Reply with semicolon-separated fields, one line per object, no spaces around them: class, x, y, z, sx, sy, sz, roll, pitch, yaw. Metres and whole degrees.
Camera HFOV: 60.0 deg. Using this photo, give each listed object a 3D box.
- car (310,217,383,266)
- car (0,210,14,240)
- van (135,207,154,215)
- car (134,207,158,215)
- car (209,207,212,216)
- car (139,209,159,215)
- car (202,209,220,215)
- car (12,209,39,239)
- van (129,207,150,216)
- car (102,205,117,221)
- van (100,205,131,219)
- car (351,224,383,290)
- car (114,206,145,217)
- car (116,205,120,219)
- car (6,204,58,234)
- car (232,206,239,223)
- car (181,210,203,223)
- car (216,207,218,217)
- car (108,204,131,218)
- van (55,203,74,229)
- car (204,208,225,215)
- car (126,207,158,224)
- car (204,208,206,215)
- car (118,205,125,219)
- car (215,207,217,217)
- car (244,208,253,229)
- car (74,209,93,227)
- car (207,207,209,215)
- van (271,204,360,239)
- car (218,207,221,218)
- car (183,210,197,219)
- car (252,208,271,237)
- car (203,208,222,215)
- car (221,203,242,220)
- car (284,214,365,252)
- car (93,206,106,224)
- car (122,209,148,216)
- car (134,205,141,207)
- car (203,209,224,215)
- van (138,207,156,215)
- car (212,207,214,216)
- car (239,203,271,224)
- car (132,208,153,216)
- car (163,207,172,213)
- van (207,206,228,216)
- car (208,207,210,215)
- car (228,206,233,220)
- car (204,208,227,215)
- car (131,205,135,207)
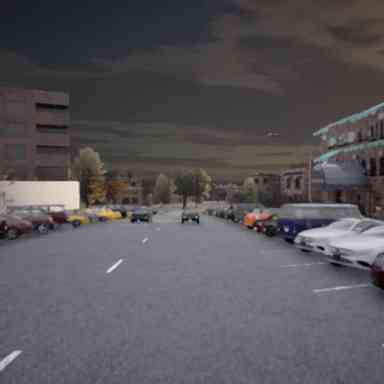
car;6.403;1.675;10.488;4.674;1.452;2.002;1;-1;-20
car;-11.464;1.835;15.790;4.792;1.488;2.163;0;-2;-20
van;-11.720;4.709;81.743;4.442;1.987;1.878;0;-4;-19
car;-11.772;4.847;84.710;5.566;2.045;2.435;0;-4;-19
car;5.981;3.393;54.467;5.008;1.535;2.097;2;-4;-21
car;-11.727;5.424;90.670;5.008;1.535;2.097;0;-3;-19
car;5.204;5.507;92.645;4.674;1.452;2.002;2;-3;-21
car;-11.448;1.935;18.794;4.674;1.452;2.002;0;-2;-20
van;-11.996;4.380;75.660;4.442;1.987;1.878;0;-3;-19
car;-11.425;2.562;36.804;5.366;1.575;1.946;0;-3;-21
van;-11.896;3.070;51.652;4.442;1.987;1.878;0;-3;-21
car;6.380;1.597;7.555;4.792;1.488;2.163;1;-1;-20
car;-11.951;3.699;63.677;5.566;2.045;2.435;0;-3;-20
car;-11.803;2.696;39.662;5.366;1.575;1.946;0;-2;-21
car;-11.441;1.866;21.798;4.553;1.767;2.185;0;-2;-20
car;6.292;2.180;28.089;4.892;1.521;2.231;2;-3;-20
car;-0.178;2.573;34.707;1.895;1.301;4.718;0;-2;-1
car;6.142;2.795;42.745;5.008;1.535;2.097;2;-3;-21
car;-11.730;2.734;45.704;5.566;2.045;2.435;0;-3;-21
van;-11.386;1.867;24.832;4.442;1.987;1.878;0;-2;-20
car;5.454;4.701;80.867;4.553;1.767;2.185;2;-4;-21
car;-5.218;2.542;35.158;2.033;1.411;5.357;0;-2;0
car;5.740;4.189;69.121;5.008;1.535;2.097;2;-3;-21
car;-11.840;2.836;42.650;5.366;1.575;1.946;0;-3;-21
car;6.083;2.811;45.678;4.553;1.767;2.185;2;-3;-21
car;6.314;2.003;22.210;4.792;1.488;2.163;1;-2;-20
car;-11.342;2.200;27.838;5.366;1.575;1.946;0;-3;-20
car;5.887;3.713;60.328;4.892;1.521;2.231;2;-4;-21
van;6.485;1.570;16.410;4.442;1.987;1.878;1;-2;-20
car;6.190;2.661;39.817;5.008;1.535;2.097;2;-3;-21
car;-0.303;3.130;46.796;1.895;1.301;4.718;0;-3;0
car;6.365;1.880;19.295;5.008;1.535;2.097;1;-2;-20
car;5.318;5.021;86.757;4.553;1.767;2.185;2;-4;-21
car;6.275;2.159;33.980;5.566;2.045;2.435;2;-3;-20
car;6.391;1.752;13.426;4.674;1.452;2.002;1;-2;-20
car;-11.540;2.469;33.762;4.792;1.488;2.163;0;-3;-20
car;-11.929;4.280;69.690;4.892;1.521;2.231;0;-4;-20
car;-11.656;3.456;54.742;5.366;1.575;1.946;0;-4;-21
car;5.441;5.017;83.823;4.792;1.488;2.163;2;-4;-21
van;-11.876;5.035;87.648;4.442;1.987;1.878;0;-3;-19
car;6.003;3.111;51.536;4.553;1.767;2.185;2;-4;-21
car;6.291;1.947;25.157;4.553;1.767;2.185;2;-2;-20
car;-11.828;4.645;78.705;4.553;1.767;2.185;0;-3;-19
car;-5.676;4.390;78.349;1.837;1.490;4.892;0;-3;0
van;5.725;4.286;75.040;4.442;1.987;1.878;2;-4;-21
car;5.933;3.554;57.400;4.892;1.521;2.231;2;-4;-21
car;6.267;2.290;31.025;4.892;1.521;2.231;2;-3;-20
car;5.556;4.667;77.922;5.008;1.535;2.097;2;-3;-21
car;-11.568;3.136;48.759;5.366;1.575;1.946;0;-3;-21
